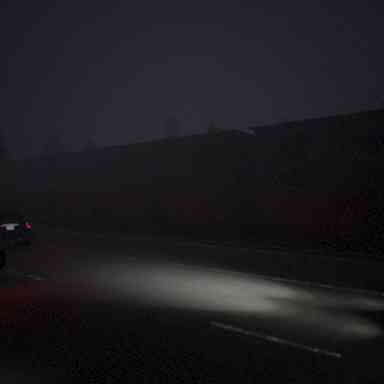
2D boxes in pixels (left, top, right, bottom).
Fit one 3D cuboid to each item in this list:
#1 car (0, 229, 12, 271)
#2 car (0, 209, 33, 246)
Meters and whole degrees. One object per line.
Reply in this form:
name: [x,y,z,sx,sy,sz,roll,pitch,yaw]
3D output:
car: [-7.128,1.716,9.087,4.718,1.301,1.895,-1,0,36]
car: [-9.157,1.519,14.841,4.553,1.767,2.097,-1,0,36]
